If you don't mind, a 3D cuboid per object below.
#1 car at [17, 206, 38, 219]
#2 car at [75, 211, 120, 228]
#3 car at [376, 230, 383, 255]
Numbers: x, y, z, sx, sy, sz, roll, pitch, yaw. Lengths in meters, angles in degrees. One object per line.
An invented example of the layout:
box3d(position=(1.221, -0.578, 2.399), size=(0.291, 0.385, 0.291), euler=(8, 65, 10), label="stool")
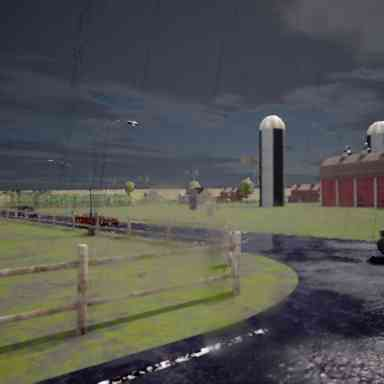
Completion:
box3d(position=(-21.213, 2.559, 42.573), size=(1.837, 1.490, 4.892), euler=(0, -1, -41), label="car")
box3d(position=(-8.010, 2.288, 28.139), size=(1.895, 1.301, 4.718), euler=(0, -1, -44), label="car")
box3d(position=(8.977, 1.732, 11.164), size=(4.892, 1.490, 1.837), euler=(-3, -2, 44), label="car")
